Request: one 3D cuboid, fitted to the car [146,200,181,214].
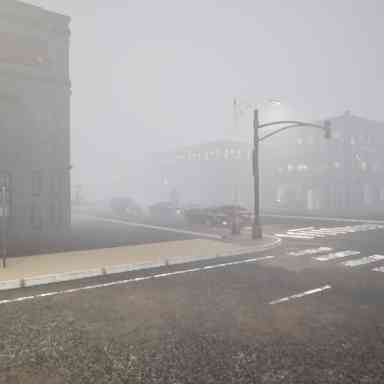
[{"bbox_3d":[-3.660,1.866,41.546,2.128,1.511,4.902,-1,0,-35],"label":"car"}]

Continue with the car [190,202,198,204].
[{"bbox_3d":[-0.140,1.903,41.068,1.802,1.307,4.206,-2,0,-36],"label":"car"}]

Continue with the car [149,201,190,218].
[{"bbox_3d":[-2.733,1.830,34.752,2.128,1.511,4.902,-1,0,-36],"label":"car"}]

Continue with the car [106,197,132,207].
[{"bbox_3d":[-8.778,1.677,43.245,2.150,2.045,5.566,-1,0,-35],"label":"car"}]

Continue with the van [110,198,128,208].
[{"bbox_3d":[-13.012,1.906,59.085,1.690,1.788,3.998,-1,0,-36],"label":"van"}]

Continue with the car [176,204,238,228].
[{"bbox_3d":[1.007,1.814,24.833,1.947,1.339,4.313,-2,0,-36],"label":"car"}]

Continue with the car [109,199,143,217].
[{"bbox_3d":[-6.961,1.846,36.196,1.967,1.590,4.097,-1,0,-36],"label":"car"}]

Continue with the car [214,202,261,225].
[{"bbox_3d":[3.314,1.744,26.293,1.812,1.442,4.674,-1,0,-35],"label":"car"}]

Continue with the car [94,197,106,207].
[{"bbox_3d":[-16.230,1.939,63.589,2.192,1.841,5.009,-1,0,-36],"label":"car"}]

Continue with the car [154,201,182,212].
[{"bbox_3d":[-3.356,1.965,45.572,1.802,1.307,4.206,-2,0,-36],"label":"car"}]

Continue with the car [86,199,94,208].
[{"bbox_3d":[-19.256,2.158,63.395,2.128,1.511,4.902,-1,0,-36],"label":"car"}]

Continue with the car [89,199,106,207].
[{"bbox_3d":[-19.441,2.227,68.094,1.887,1.381,4.507,-1,0,-36],"label":"car"}]
